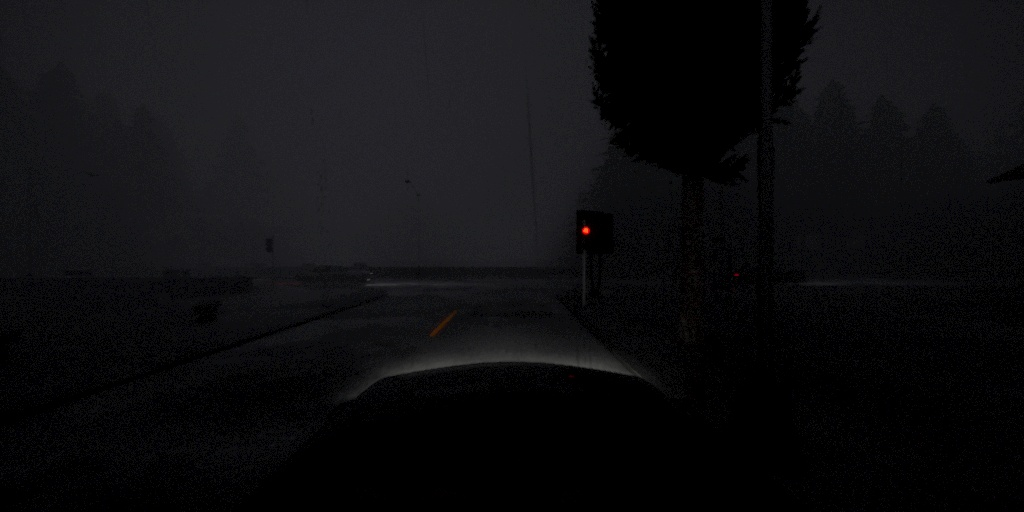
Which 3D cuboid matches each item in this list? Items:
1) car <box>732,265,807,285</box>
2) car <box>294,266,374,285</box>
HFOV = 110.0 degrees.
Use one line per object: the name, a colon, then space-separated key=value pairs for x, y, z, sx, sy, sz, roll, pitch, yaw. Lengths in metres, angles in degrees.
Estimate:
car: x=17.333 y=1.290 z=24.649 sx=4.718 sy=1.301 sz=1.895 roll=0 pitch=0 yaw=0
car: x=-12.089 y=1.310 z=24.659 sx=4.718 sy=1.301 sz=1.895 roll=0 pitch=0 yaw=0
